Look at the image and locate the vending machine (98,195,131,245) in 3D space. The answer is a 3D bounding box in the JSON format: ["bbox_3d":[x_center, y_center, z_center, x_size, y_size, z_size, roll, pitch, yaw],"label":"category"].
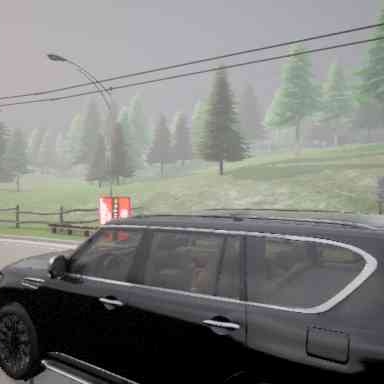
[{"bbox_3d":[-3.417,1.195,14.712,0.880,2.100,1.100,0,0,29],"label":"vending machine"}]

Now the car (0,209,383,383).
[{"bbox_3d":[-0.083,1.220,3.865,5.566,2.045,2.150,0,0,33],"label":"car"}]
